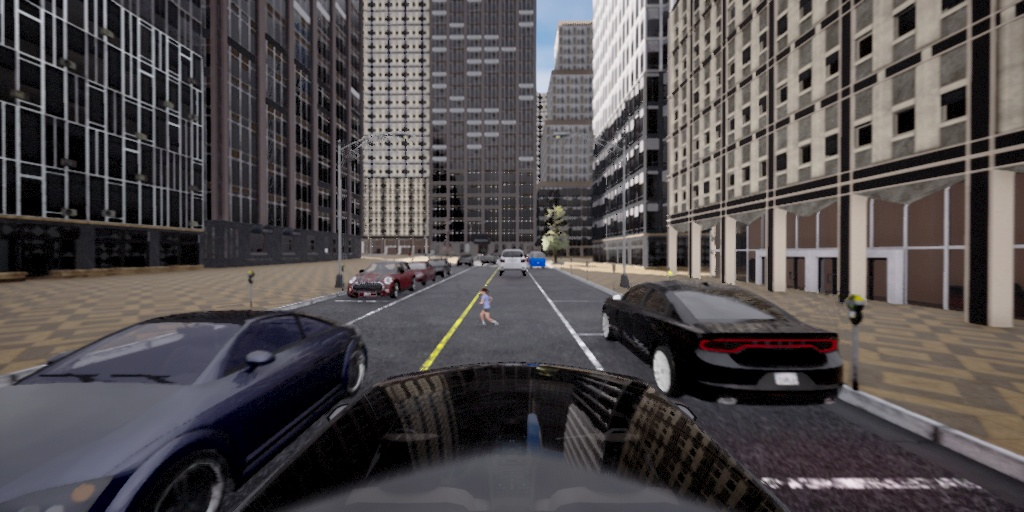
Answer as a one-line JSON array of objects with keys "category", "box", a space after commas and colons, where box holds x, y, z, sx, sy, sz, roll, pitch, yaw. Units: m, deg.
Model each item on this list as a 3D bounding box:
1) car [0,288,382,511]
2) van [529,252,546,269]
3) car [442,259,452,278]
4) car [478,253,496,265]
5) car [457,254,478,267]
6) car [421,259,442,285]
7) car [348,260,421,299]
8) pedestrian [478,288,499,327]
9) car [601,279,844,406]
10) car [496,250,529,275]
[{"category": "car", "box": [-3.099, 1.281, 3.582, 1.994, 1.385, 4.181, 0, 1, 0]}, {"category": "van", "box": [2.681, 0.450, 38.633, 1.690, 1.789, 3.998, 0, 0, 0]}, {"category": "car", "box": [-5.698, 0.871, 27.353, 1.948, 1.339, 4.313, 0, 0, 0]}, {"category": "car", "box": [-3.080, 0.453, 47.952, 1.837, 1.490, 4.892, 0, 1, 0]}, {"category": "car", "box": [-5.703, 0.576, 44.279, 1.948, 1.339, 4.313, 0, 0, 0]}, {"category": "car", "box": [-5.695, 0.985, 21.711, 1.802, 1.307, 4.207, 0, 0, 0]}, {"category": "car", "box": [-5.694, 0.941, 16.069, 1.967, 1.591, 4.097, 0, 0, 0]}, {"category": "pedestrian", "box": [-0.674, 1.291, 9.405, 0.500, 1.100, 0.500, 1, 0, 0]}, {"category": "car", "box": [2.998, 1.147, 6.392, 1.882, 1.535, 5.008, 0, 1, 0]}, {"category": "car", "box": [0.071, 0.479, 30.174, 2.150, 2.045, 5.566, 0, 1, 0]}]
